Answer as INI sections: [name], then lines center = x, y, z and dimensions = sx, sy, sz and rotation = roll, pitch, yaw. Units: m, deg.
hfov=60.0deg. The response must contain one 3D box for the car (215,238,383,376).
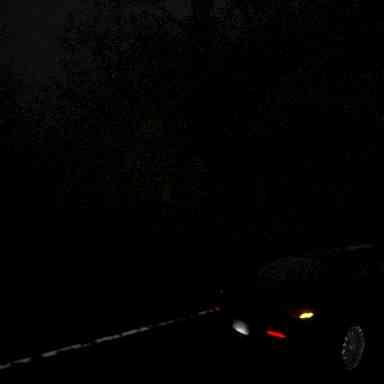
[car]
center = 2.488, 1.519, 5.521
dimensions = 4.674, 1.442, 1.812
rotation = 0, 0, -35
